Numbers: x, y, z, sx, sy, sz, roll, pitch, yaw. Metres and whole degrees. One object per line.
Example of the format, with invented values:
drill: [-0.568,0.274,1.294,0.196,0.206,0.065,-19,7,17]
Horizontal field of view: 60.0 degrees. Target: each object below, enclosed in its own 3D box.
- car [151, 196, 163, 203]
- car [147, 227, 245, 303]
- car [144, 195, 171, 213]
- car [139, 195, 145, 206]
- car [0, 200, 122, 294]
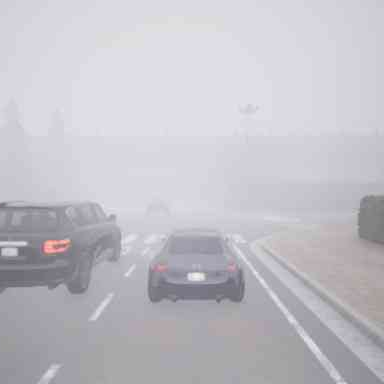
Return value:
car: [-6.988,1.477,67.281,1.895,1.301,4.718,0,0,0]
car: [0.084,1.549,8.217,1.994,1.385,4.181,0,0,0]
car: [-3.391,1.263,35.033,2.097,1.767,4.553,0,0,0]
car: [-7.056,1.258,52.599,2.097,1.767,4.553,0,0,0]
car: [-3.405,1.205,8.878,2.150,2.045,5.566,0,0,0]
